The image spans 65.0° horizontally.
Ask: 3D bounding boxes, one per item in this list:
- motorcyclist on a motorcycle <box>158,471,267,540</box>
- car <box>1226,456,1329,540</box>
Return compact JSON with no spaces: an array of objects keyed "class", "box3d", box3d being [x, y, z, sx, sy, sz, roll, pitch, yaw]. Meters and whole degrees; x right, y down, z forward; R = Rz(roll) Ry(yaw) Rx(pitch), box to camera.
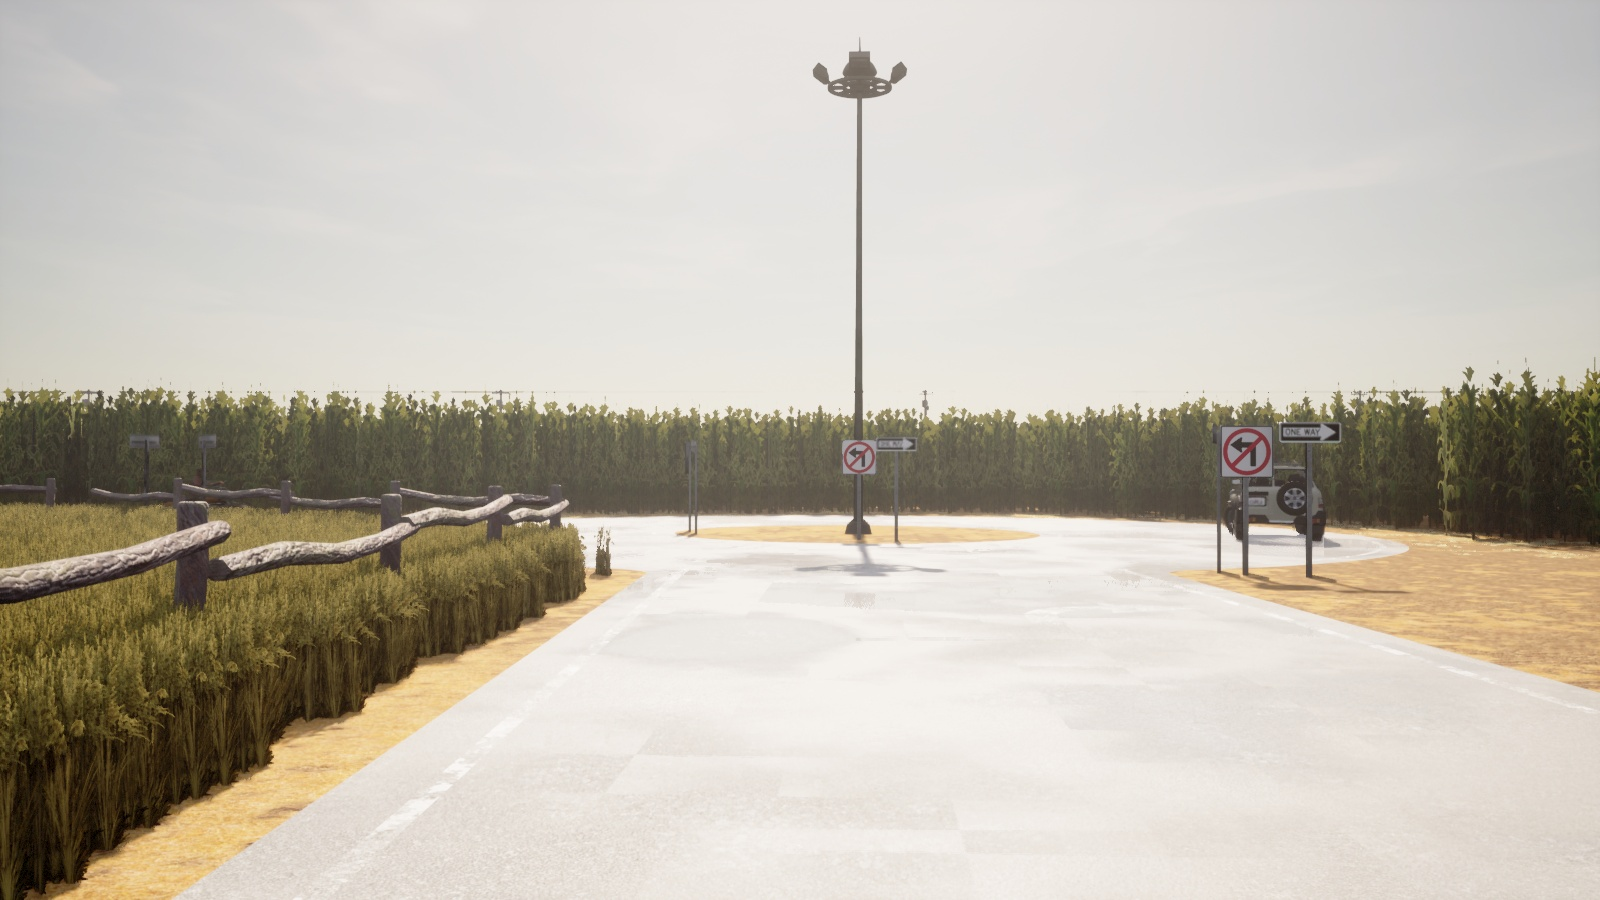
[{"class":"motorcyclist on a motorcycle","box3d":[-14.362,1.336,30.710,2.350,1.649,0.766,0,-1,6]},{"class":"car","box3d":[11.438,1.095,30.367,1.932,1.855,4.605,0,-1,16]}]
